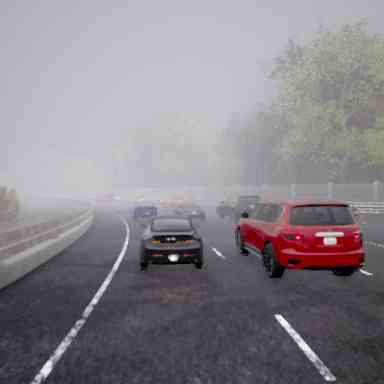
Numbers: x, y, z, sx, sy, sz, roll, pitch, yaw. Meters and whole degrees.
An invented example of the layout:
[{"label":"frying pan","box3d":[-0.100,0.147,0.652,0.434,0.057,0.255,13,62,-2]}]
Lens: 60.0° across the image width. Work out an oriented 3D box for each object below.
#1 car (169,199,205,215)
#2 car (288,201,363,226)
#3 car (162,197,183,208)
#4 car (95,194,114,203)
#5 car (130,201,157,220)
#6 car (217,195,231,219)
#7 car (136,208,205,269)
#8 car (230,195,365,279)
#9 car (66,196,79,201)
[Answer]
[{"label":"car","box3d":[-0.337,1.588,27.674,1.994,1.385,4.181,0,0,-15]},{"label":"car","box3d":[9.581,1.475,24.326,1.837,1.490,4.892,-1,0,-36]},{"label":"car","box3d":[-2.442,1.388,44.589,2.097,1.767,4.553,0,0,-26]},{"label":"car","box3d":[-18.732,1.359,71.064,2.150,2.045,5.566,0,0,-40]},{"label":"car","box3d":[-4.190,1.518,28.540,1.882,1.535,5.008,0,0,-16]},{"label":"car","box3d":[3.705,1.228,26.128,2.150,2.045,5.566,0,0,-13]},{"label":"car","box3d":[-0.758,1.517,11.278,1.837,1.490,4.892,0,0,-6]},{"label":"car","box3d":[2.907,1.218,10.249,2.150,2.045,5.566,0,0,-5]},{"label":"car","box3d":[-30.222,1.715,83.978,2.128,1.511,4.902,0,0,-42]}]
